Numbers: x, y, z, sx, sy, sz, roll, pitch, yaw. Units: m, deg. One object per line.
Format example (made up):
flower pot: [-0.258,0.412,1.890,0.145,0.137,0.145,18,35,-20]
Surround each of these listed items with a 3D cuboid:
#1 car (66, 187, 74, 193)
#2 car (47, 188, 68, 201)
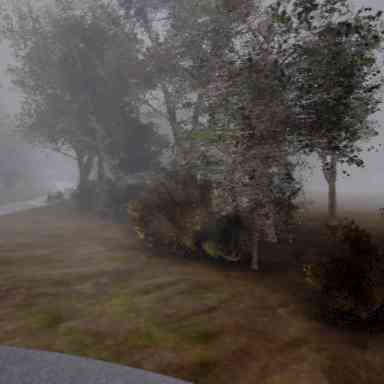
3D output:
car: [-25.419,-0.364,69.056,1.837,1.490,4.892,-1,4,-16]
car: [-21.236,0.492,51.873,2.128,1.511,4.902,-2,3,-12]
